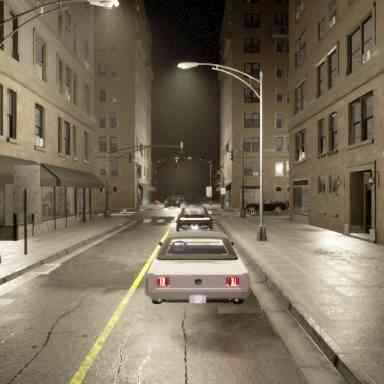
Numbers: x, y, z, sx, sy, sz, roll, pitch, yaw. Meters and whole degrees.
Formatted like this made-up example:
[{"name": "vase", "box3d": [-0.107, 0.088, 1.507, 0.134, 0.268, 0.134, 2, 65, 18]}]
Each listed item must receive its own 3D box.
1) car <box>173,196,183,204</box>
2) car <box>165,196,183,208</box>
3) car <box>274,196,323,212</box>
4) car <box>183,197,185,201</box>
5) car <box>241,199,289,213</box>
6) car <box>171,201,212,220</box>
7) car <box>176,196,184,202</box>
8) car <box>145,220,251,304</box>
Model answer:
[{"name": "car", "box3d": [-2.754, 1.582, 67.658, 1.837, 1.490, 4.892, 0, 0, 1]}, {"name": "car", "box3d": [-2.834, 1.398, 48.979, 2.097, 1.767, 4.553, 0, 0, 0]}, {"name": "car", "box3d": [12.275, 1.353, 38.536, 5.009, 1.841, 2.192, 0, 0, 0]}, {"name": "car", "box3d": [-2.819, 1.552, 58.190, 2.128, 1.511, 4.902, 0, 0, 0]}, {"name": "car", "box3d": [7.826, 1.521, 36.130, 4.902, 1.511, 2.128, 0, 0, 2]}, {"name": "car", "box3d": [0.109, 1.499, 18.295, 2.128, 1.511, 4.902, 0, 0, -1]}, {"name": "car", "box3d": [-2.734, 1.616, 77.946, 1.812, 1.442, 4.674, 0, 0, 0]}, {"name": "car", "box3d": [0.106, 1.602, 8.074, 1.895, 1.301, 4.718, 0, 0, 0]}]
